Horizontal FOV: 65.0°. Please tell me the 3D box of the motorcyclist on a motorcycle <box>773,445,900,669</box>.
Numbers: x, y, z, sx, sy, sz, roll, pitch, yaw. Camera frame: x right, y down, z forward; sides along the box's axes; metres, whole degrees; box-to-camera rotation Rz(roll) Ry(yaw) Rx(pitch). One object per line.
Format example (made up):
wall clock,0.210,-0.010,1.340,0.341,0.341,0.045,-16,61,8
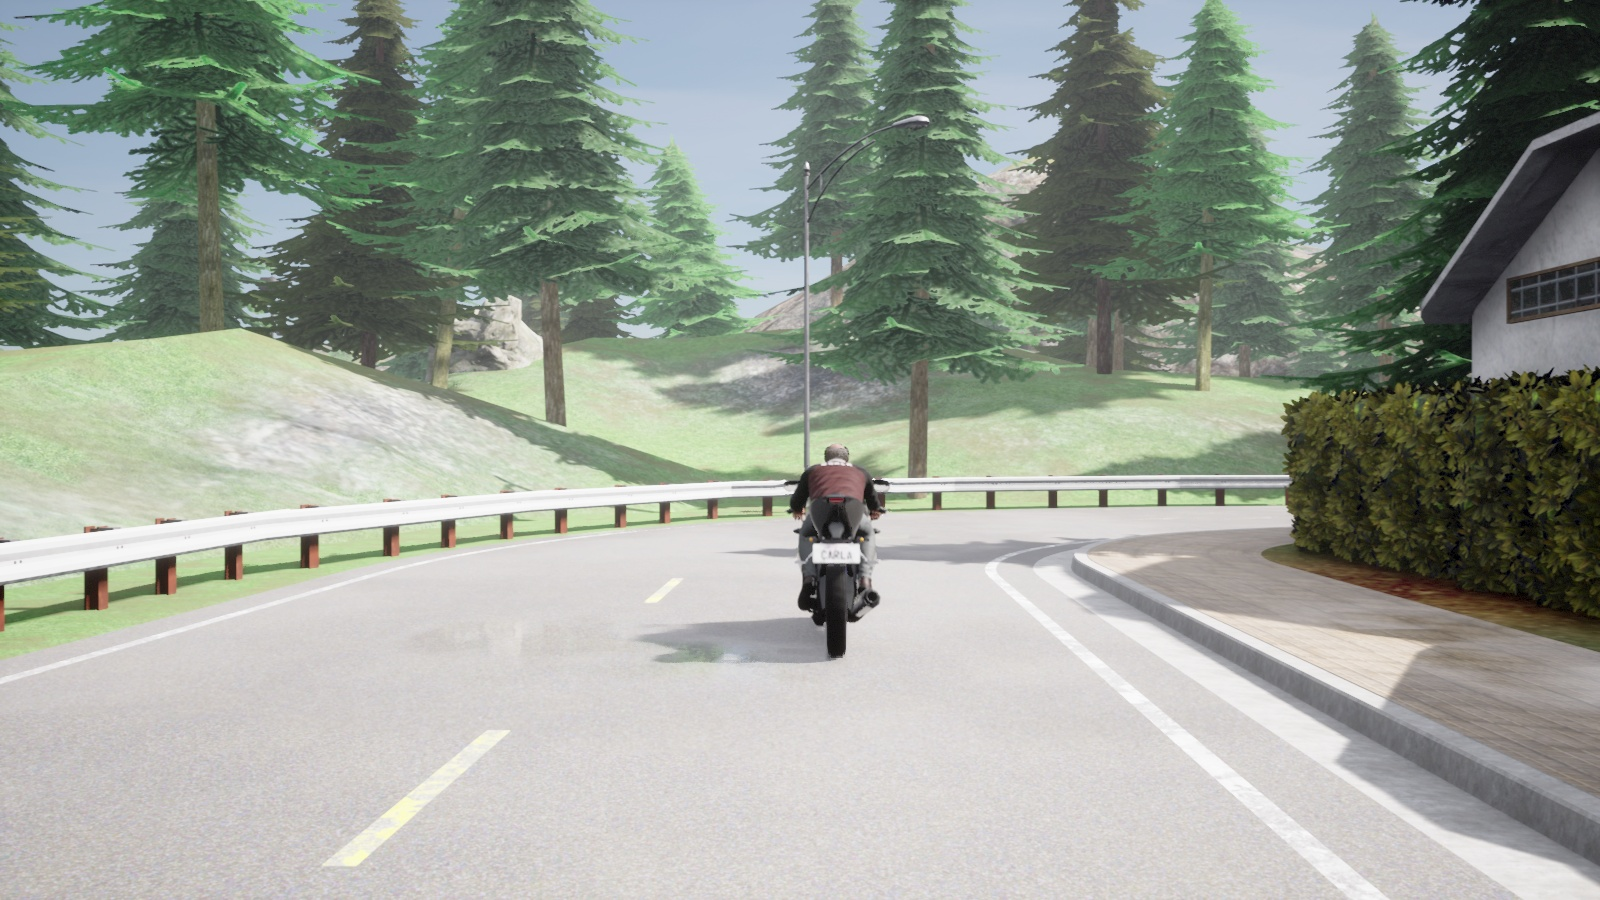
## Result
motorcyclist on a motorcycle,0.284,0.730,9.732,0.866,1.530,2.191,0,0,2
